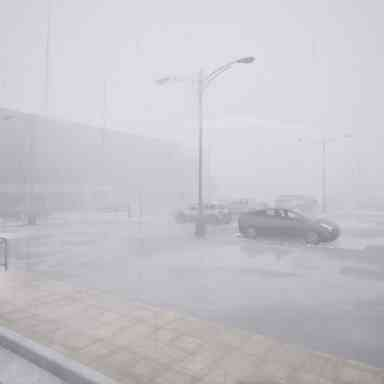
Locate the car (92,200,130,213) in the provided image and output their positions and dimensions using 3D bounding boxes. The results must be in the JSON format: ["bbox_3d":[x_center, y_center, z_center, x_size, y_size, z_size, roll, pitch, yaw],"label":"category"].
[{"bbox_3d":[-9.474,1.682,39.340,1.837,1.490,4.892,0,0,35],"label":"car"}]

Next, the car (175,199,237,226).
[{"bbox_3d":[0.732,1.424,22.439,3.806,1.475,1.970,0,0,35],"label":"car"}]

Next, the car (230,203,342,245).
[{"bbox_3d":[4.378,1.490,15.381,4.514,1.523,2.007,0,0,35],"label":"car"}]

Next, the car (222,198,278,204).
[{"bbox_3d":[4.169,1.345,27.868,5.027,1.636,2.152,0,0,35],"label":"car"}]

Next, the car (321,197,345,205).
[{"bbox_3d":[23.720,1.565,56.033,3.633,1.501,1.845,0,0,35],"label":"car"}]

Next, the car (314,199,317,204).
[{"bbox_3d":[12.888,1.289,40.931,4.605,1.855,1.932,0,0,35],"label":"car"}]

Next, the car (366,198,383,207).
[{"bbox_3d":[28.063,1.576,49.318,3.806,1.475,1.970,0,0,35],"label":"car"}]

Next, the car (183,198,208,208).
[{"bbox_3d":[0.540,1.741,53.410,1.994,1.385,4.181,0,0,36],"label":"car"}]

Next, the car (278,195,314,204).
[{"bbox_3d":[11.549,1.269,38.320,3.866,1.878,1.905,0,0,35],"label":"car"}]

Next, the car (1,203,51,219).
[{"bbox_3d":[-15.373,1.740,30.994,1.994,1.385,4.181,0,0,35],"label":"car"}]

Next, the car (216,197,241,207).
[{"bbox_3d":[6.108,1.667,54.993,2.128,1.511,4.902,0,0,35],"label":"car"}]
